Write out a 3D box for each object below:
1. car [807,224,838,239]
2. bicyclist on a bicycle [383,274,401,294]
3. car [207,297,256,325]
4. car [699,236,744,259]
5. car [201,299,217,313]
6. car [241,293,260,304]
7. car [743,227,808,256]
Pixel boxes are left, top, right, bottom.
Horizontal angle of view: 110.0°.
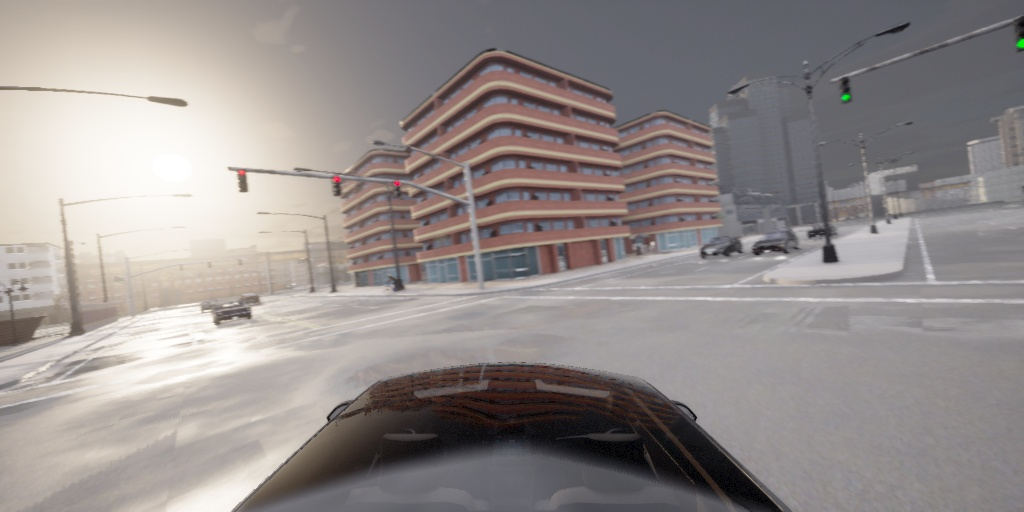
[{"bbox_3d":[30.861,-2.490,35.713,4.718,1.301,1.895,-7,0,-41],"label":"car"},{"bbox_3d":[-10.380,2.380,30.971,1.656,1.620,0.582,-7,0,-43],"label":"bicyclist on a bicycle"},{"bbox_3d":[-18.824,3.731,24.040,1.895,1.301,4.718,-7,0,-43],"label":"car"},{"bbox_3d":[15.707,-0.710,26.877,4.902,1.511,2.128,-7,0,-41],"label":"car"},{"bbox_3d":[-35.323,5.785,42.217,1.994,1.385,4.181,-7,0,-42],"label":"car"},{"bbox_3d":[-33.101,5.422,45.090,1.882,1.535,5.008,-7,0,-42],"label":"car"},{"bbox_3d":[17.684,-0.904,23.964,5.357,1.411,2.033,-7,0,-42],"label":"car"}]
